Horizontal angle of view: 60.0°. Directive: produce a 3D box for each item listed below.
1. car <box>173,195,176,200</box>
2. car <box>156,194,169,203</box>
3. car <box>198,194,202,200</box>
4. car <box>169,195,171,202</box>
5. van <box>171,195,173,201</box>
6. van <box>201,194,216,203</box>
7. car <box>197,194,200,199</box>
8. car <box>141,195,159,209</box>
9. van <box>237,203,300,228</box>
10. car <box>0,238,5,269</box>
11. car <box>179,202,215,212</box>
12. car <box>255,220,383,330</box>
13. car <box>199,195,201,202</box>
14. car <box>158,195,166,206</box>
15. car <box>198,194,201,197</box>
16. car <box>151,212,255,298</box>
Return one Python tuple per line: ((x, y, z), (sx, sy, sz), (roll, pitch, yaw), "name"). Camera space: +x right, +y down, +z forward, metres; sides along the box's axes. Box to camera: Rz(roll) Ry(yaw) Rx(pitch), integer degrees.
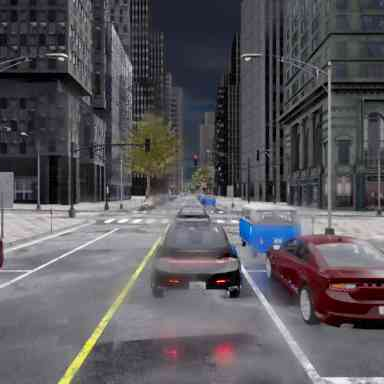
((-5.933, 1.638, 87.358), (1.947, 1.339, 4.313), (0, 0, 0), "car")
((-5.880, 1.351, 60.914), (2.192, 1.841, 5.009), (0, 0, 0), "car")
((2.644, 1.581, 61.286), (1.887, 1.381, 4.507), (0, 0, 0), "car")
((-5.891, 1.593, 66.203), (2.008, 1.369, 4.403), (0, 0, 0), "car")
((-5.912, 1.398, 76.781), (1.690, 1.788, 3.998), (0, 0, 0), "van")
((2.666, 1.366, 50.460), (1.690, 1.788, 3.998), (0, 0, 0), "van")
((2.622, 1.601, 72.113), (2.008, 1.369, 4.403), (0, 0, 0), "car")
((-5.855, 1.546, 44.875), (1.752, 1.417, 4.829), (0, 0, 0), "car")
((2.755, 1.343, 12.476), (1.690, 1.788, 3.998), (0, 0, 0), "van")
((-5.790, 1.545, 6.952), (1.887, 1.381, 4.507), (0, 0, 0), "car")
((0.050, 1.495, 17.872), (2.128, 1.511, 4.902), (0, 0, 1), "car")
((2.765, 1.545, 6.950), (1.887, 1.381, 4.507), (0, 0, 0), "car")
((2.654, 1.597, 55.873), (1.947, 1.339, 4.313), (0, 0, 0), "car")
((-5.870, 1.575, 55.625), (1.887, 1.381, 4.507), (0, 0, 0), "car")
((2.633, 1.625, 66.700), (1.802, 1.307, 4.206), (0, 0, 0), "car")
((0.084, 1.493, 8.486), (2.128, 1.511, 4.902), (0, 0, 0), "car")
